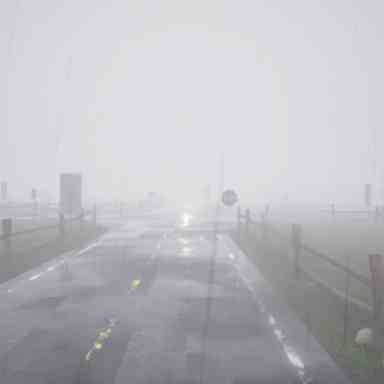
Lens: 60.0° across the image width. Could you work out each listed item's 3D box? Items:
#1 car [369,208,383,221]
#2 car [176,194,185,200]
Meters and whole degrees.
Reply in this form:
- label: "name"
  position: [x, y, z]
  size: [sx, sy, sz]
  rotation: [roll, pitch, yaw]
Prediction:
- label: "car"
  position: [17.248, 1.799, 27.253]
  size: [4.718, 1.301, 1.895]
  rotation: [1, -1, -1]
- label: "car"
  position: [-2.753, 1.119, 78.986]
  size: [1.994, 1.385, 4.181]
  rotation: [0, 0, 0]
